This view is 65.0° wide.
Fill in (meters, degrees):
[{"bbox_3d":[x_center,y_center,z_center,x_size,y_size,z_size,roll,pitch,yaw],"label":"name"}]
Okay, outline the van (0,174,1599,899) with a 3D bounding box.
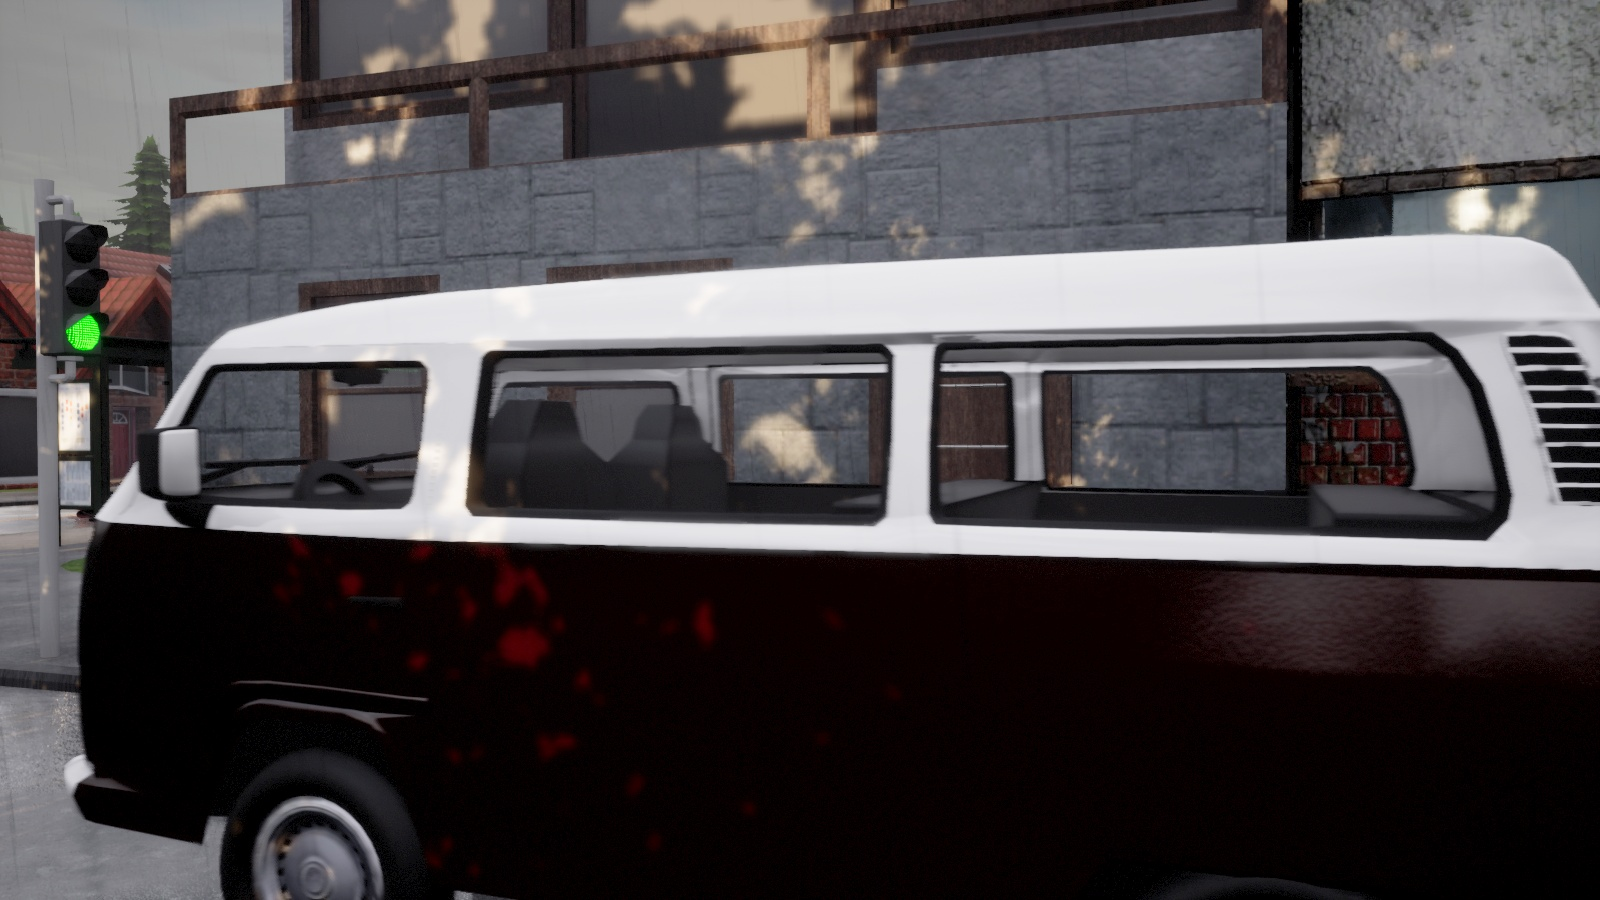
[{"bbox_3d":[-0.010,0.492,3.813,4.480,2.038,2.069,1,1,20],"label":"van"}]
